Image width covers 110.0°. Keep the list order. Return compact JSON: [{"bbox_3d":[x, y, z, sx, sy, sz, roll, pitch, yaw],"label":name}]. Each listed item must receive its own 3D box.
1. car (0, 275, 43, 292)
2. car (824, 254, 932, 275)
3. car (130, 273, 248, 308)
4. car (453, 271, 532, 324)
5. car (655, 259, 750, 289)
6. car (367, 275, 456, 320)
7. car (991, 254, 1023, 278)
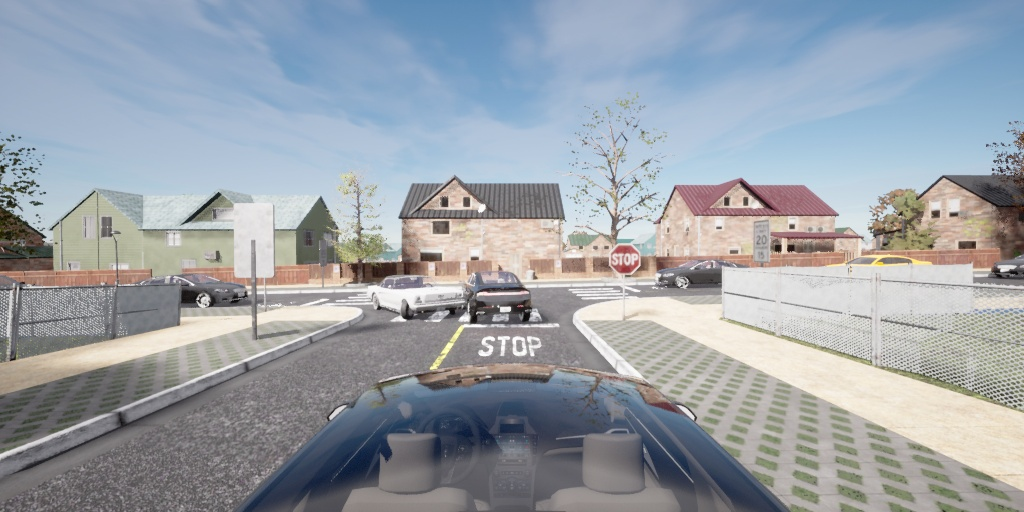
[{"bbox_3d":[-24.237,1.648,16.434,4.553,1.767,2.097,-1,1,0],"label":"car"},{"bbox_3d":[19.764,0.690,19.559,5.008,1.535,1.882,-1,1,-1],"label":"car"},{"bbox_3d":[-14.900,1.566,16.474,4.902,1.511,2.128,-1,1,0],"label":"car"},{"bbox_3d":[-0.684,1.242,12.117,2.128,1.511,4.902,0,0,-12],"label":"car"},{"bbox_3d":[10.333,0.926,19.524,4.902,1.511,2.128,-1,1,0],"label":"car"},{"bbox_3d":[-3.600,1.368,12.977,1.895,1.301,4.718,0,0,-38],"label":"car"},{"bbox_3d":[29.388,0.478,19.595,4.902,1.511,2.128,-1,1,0],"label":"car"}]
